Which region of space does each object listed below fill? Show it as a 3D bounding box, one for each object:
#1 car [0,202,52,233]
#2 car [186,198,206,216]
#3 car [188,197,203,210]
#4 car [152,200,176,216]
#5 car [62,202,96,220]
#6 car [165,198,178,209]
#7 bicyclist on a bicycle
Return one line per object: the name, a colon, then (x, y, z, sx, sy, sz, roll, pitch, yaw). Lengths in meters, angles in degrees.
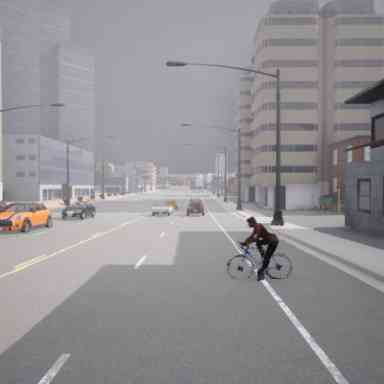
car: (-10.413, 1.456, 20.365, 2.097, 1.767, 4.553, 0, 0, 1)
car: (0.395, 1.741, 35.823, 1.812, 1.442, 4.674, 0, 0, 1)
car: (0.494, 1.615, 48.151, 2.128, 1.511, 4.902, 0, 1, 1)
car: (-3.112, 1.816, 35.710, 1.895, 1.301, 4.718, 0, 0, 1)
car: (-10.286, 1.688, 30.513, 2.128, 1.511, 4.902, 0, 0, 1)
car: (-3.015, 1.609, 47.646, 1.882, 1.535, 5.008, 0, 1, 1)
bicyclist on a bicycle: (1.694, 1.458, 8.434, 1.656, 1.620, 0.582, -2, 0, 1)
